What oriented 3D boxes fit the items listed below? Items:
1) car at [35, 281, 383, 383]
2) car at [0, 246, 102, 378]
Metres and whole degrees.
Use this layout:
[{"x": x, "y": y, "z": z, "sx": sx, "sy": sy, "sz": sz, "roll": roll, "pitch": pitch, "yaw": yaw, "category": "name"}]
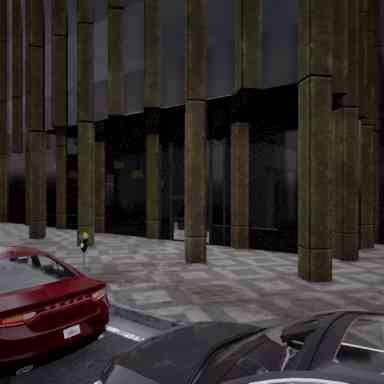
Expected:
[{"x": 1.163, "y": 1.551, "z": 2.133, "sx": 4.403, "sy": 1.369, "sz": 2.008, "roll": 0, "pitch": 0, "yaw": 36, "category": "car"}, {"x": -3.255, "y": 1.544, "z": 5.303, "sx": 4.507, "sy": 1.381, "sz": 1.887, "roll": 0, "pitch": 0, "yaw": 36, "category": "car"}]
